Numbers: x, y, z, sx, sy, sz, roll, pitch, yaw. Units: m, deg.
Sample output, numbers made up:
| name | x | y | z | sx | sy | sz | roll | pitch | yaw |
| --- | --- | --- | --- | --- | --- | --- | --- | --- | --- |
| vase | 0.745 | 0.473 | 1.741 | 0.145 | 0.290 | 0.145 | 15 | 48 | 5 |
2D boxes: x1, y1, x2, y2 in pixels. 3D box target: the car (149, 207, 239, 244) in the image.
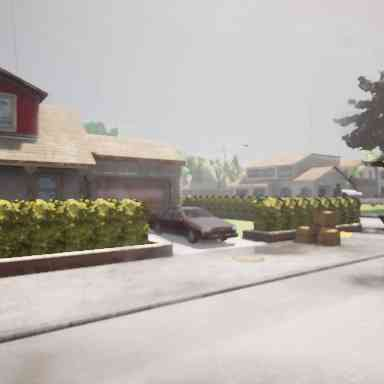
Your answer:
| name | x | y | z | sx | sy | sz | roll | pitch | yaw |
| --- | --- | --- | --- | --- | --- | --- | --- | --- | --- |
| car | -0.213 | 1.403 | 15.261 | 2.033 | 1.415 | 5.357 | 0 | 0 | -33 |
